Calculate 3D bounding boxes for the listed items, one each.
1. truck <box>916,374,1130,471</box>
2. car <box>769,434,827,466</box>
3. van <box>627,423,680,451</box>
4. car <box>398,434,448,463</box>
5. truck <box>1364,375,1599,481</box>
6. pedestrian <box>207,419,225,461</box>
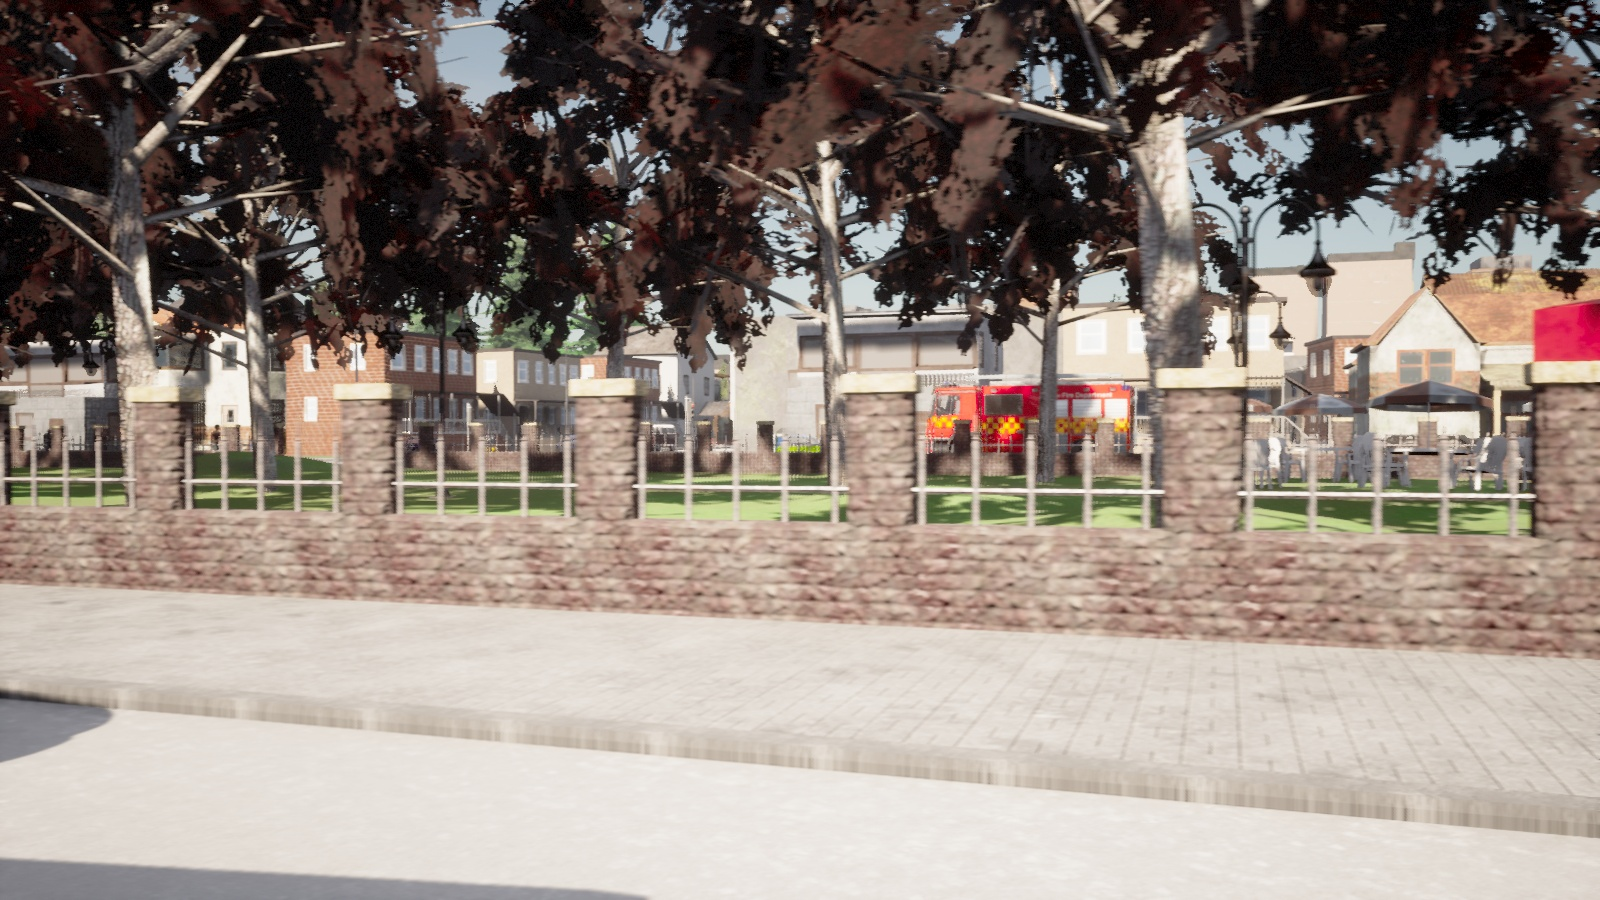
[{"bbox_3d":[9.335,-1.144,52.541,8.468,3.827,2.891,1,1,19],"label":"truck"},{"bbox_3d":[-0.067,-0.011,55.732,2.207,1.376,1.481,1,1,19],"label":"car"},{"bbox_3d":[-10.618,-0.955,91.452,2.069,2.038,4.480,1,1,19],"label":"van"},{"bbox_3d":[-18.032,-0.101,59.933,1.895,1.301,4.718,0,1,-22],"label":"car"},{"bbox_3d":[23.973,-0.760,43.371,7.936,3.462,2.891,1,1,19],"label":"truck"},{"bbox_3d":[-25.296,-0.430,54.390,0.594,1.836,0.345,1,1,18],"label":"pedestrian"}]
